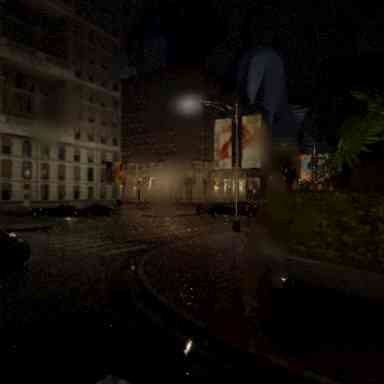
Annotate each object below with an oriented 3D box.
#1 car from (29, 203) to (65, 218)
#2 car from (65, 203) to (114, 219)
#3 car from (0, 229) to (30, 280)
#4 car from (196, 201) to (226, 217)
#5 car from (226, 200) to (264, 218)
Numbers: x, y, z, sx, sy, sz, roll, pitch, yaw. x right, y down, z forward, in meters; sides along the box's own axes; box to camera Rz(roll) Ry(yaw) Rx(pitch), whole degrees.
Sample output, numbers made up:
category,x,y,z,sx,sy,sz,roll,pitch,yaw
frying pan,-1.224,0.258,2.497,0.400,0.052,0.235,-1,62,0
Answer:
category,x,y,z,sx,sy,sz,roll,pitch,yaw
car,-13.109,1.728,32.103,1.895,1.301,4.718,0,0,32
car,-9.385,1.712,31.461,1.994,1.385,4.181,0,0,32
car,-5.732,1.585,8.668,1.994,1.385,4.181,0,0,-13
car,2.295,1.729,34.787,1.882,1.535,5.008,0,-1,32
car,5.589,1.617,33.462,2.097,1.767,4.553,0,0,32
